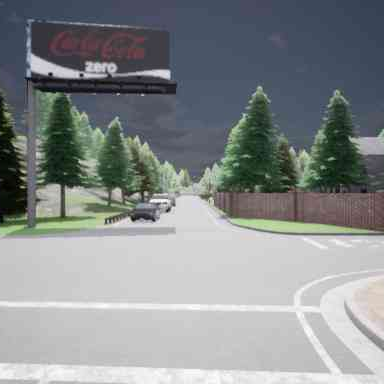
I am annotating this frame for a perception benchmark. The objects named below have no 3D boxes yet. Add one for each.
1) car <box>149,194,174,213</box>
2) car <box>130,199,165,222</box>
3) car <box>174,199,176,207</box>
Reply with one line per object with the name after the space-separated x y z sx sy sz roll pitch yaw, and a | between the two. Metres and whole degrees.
-3.580 1.213 37.693 2.150 2.045 5.566 0 0 1 | car
-3.586 1.542 26.404 2.033 1.411 5.357 0 0 0 | car
-3.539 1.553 51.312 1.994 1.385 4.181 0 0 1 | car
